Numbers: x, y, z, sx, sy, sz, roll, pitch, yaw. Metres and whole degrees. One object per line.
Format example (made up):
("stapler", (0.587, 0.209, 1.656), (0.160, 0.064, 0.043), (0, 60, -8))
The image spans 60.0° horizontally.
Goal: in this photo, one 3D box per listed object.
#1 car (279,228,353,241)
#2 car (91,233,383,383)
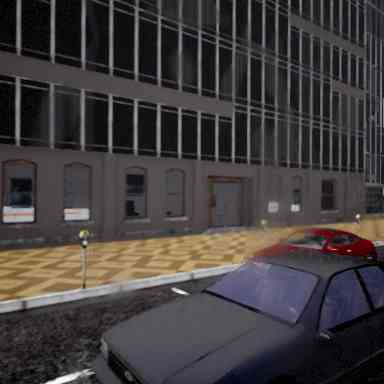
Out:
("car", (3.391, 1.652, 8.996), (4.206, 1.307, 1.802), (1, 0, -36))
("car", (1.535, 1.580, 4.480), (5.357, 1.411, 2.033), (1, 0, -36))
